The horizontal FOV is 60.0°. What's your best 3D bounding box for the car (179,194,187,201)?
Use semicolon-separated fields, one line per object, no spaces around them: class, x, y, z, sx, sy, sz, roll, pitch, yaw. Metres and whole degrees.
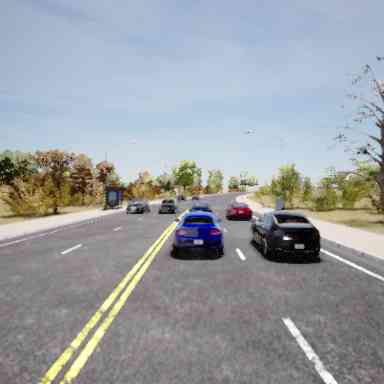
car;-2.298;1.319;76.072;1.837;1.490;4.892;0;0;6

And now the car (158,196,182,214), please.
car;-2.404;1.490;34.901;1.837;1.490;4.892;0;0;3

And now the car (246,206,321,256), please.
car;3.509;1.508;13.136;1.837;1.490;4.892;0;0;1

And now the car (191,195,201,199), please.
car;0.932;1.369;75.710;1.994;1.385;4.181;0;0;6

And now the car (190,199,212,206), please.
car;0.761;1.555;28.968;1.994;1.385;4.181;0;0;2

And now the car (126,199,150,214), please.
car;-5.642;1.477;35.186;2.128;1.511;4.902;0;0;3

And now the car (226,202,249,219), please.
car;3.998;1.555;28.598;1.994;1.385;4.181;0;0;2

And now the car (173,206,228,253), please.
car;0.267;1.528;13.546;1.812;1.442;4.674;0;0;1
